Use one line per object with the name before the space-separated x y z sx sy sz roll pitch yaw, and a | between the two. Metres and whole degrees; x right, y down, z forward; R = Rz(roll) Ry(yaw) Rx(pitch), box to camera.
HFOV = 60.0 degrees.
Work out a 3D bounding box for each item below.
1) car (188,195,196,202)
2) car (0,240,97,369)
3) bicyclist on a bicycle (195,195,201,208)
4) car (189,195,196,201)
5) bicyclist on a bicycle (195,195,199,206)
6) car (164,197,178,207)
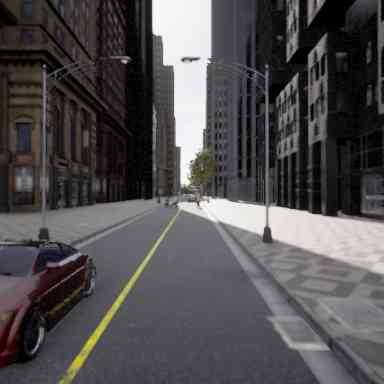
car | 0.017 1.632 77.889 1.994 1.385 4.181 0 0 0
car | -3.099 1.561 5.722 1.994 1.385 4.181 0 0 0
bicyclist on a bicycle | 0.832 1.430 44.449 0.866 1.612 1.509 0 -1 0
car | 0.019 1.580 88.676 1.837 1.490 4.892 0 0 0
bicyclist on a bicycle | 0.836 1.377 53.158 0.659 1.776 1.843 0 0 0
car | -3.048 1.491 49.748 2.128 1.511 4.902 0 0 0
